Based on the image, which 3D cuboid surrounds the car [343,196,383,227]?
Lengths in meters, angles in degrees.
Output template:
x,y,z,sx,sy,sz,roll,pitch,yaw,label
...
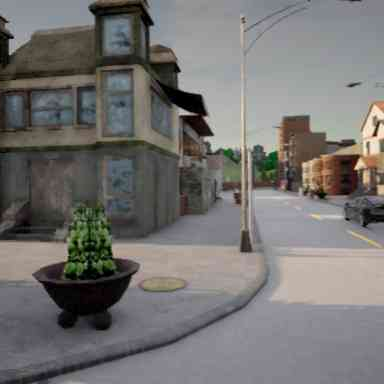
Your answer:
x,y,z,sx,sy,sz,roll,pitch,yaw,label
9.651,0.983,18.004,1.837,1.490,4.892,0,1,9,car
